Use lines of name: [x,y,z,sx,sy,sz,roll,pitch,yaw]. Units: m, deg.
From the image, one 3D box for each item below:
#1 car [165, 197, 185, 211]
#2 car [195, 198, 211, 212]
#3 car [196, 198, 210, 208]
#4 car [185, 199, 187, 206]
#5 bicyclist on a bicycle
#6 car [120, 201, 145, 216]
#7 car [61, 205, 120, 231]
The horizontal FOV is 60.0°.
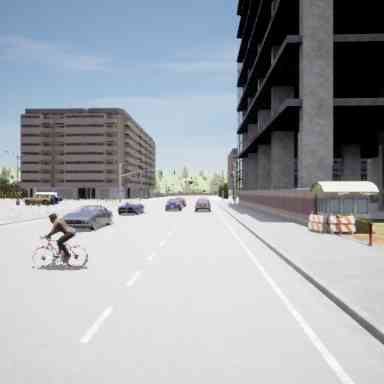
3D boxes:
car: [-2.156,1.526,40.287,1.812,1.442,4.674,0,0,2]
car: [1.296,1.547,38.886,2.033,1.411,5.357,0,0,3]
car: [1.610,1.564,49.210,1.994,1.385,4.181,0,0,2]
car: [-1.850,1.526,50.466,1.812,1.442,4.674,0,0,2]
bicyclist on a bicycle: [-3.873,1.455,9.716,1.656,1.620,0.582,-2,0,2]
car: [-6.020,1.601,33.163,1.895,1.301,4.718,0,0,2]
car: [-6.422,1.548,20.931,2.033,1.411,5.357,0,0,2]
